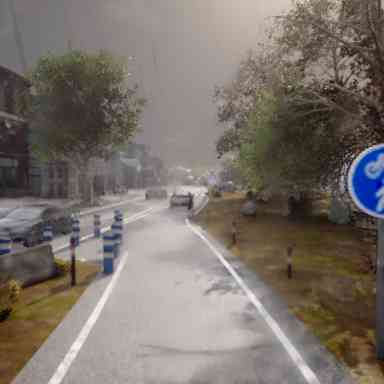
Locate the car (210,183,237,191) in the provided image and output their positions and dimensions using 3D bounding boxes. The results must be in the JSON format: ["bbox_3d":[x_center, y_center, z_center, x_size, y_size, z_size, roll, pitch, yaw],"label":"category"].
[{"bbox_3d":[7.846,-1.137,78.542,5.566,2.045,2.435,1,1,-17],"label":"car"}]

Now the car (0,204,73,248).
[{"bbox_3d":[-6.589,1.278,13.812,1.812,1.442,4.674,0,2,5],"label":"car"}]

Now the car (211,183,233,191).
[{"bbox_3d":[8.473,-1.325,93.323,5.566,2.045,2.435,0,1,-18],"label":"car"}]

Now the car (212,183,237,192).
[{"bbox_3d":[7.922,-1.174,81.469,5.566,2.045,2.435,1,1,-18],"label":"car"}]

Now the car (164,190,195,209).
[{"bbox_3d":[-0.804,0.638,29.280,2.128,1.511,4.902,0,2,4],"label":"car"}]

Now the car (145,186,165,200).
[{"bbox_3d":[-4.409,0.046,41.201,2.097,1.767,4.553,0,2,5],"label":"car"}]
